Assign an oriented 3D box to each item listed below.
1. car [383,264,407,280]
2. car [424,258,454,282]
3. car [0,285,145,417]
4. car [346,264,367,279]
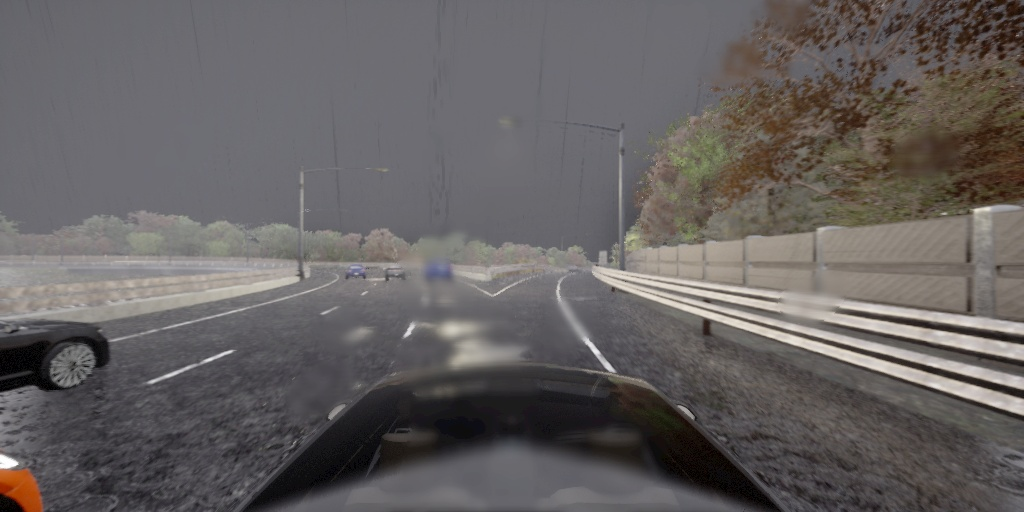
[{"bbox_3d":[-11.439,1.541,35.079,2.128,1.511,4.902,0,-1,-21],"label":"car"},{"bbox_3d":[-6.626,1.245,32.288,2.150,2.045,5.566,0,-1,-19],"label":"car"},{"bbox_3d":[-7.434,1.262,3.904,2.128,1.511,4.902,0,-1,-5],"label":"car"},{"bbox_3d":[-16.281,1.597,37.480,1.812,1.442,4.674,0,-1,-24],"label":"car"}]
